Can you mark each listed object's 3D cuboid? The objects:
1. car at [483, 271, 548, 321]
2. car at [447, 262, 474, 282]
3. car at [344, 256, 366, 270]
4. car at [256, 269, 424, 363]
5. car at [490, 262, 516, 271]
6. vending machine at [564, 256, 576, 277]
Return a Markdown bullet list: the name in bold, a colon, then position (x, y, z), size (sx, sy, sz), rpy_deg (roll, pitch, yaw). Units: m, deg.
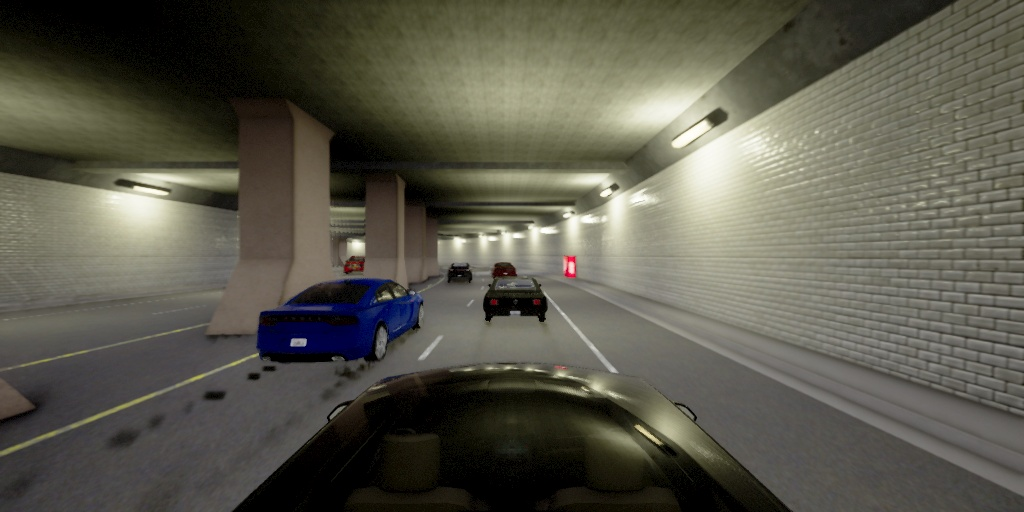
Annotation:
- **car**: position (0.098, 1.351, 12.422), size (1.895, 1.301, 4.718), rpy_deg (0, 0, 0)
- **car**: position (-4.104, 1.243, 28.682), size (2.128, 1.511, 4.902), rpy_deg (0, 0, -6)
- **car**: position (-16.913, 0.973, 39.545), size (2.150, 2.045, 5.566), rpy_deg (0, 0, -15)
- **car**: position (-3.401, 1.228, 8.187), size (1.882, 1.535, 5.008), rpy_deg (0, 0, 0)
- **car**: position (-0.780, 1.229, 30.362), size (1.882, 1.535, 5.008), rpy_deg (0, 0, -6)
- **vending machine**: position (5.076, 0.947, 31.569), size (1.100, 2.100, 0.880), rpy_deg (0, 0, -7)
